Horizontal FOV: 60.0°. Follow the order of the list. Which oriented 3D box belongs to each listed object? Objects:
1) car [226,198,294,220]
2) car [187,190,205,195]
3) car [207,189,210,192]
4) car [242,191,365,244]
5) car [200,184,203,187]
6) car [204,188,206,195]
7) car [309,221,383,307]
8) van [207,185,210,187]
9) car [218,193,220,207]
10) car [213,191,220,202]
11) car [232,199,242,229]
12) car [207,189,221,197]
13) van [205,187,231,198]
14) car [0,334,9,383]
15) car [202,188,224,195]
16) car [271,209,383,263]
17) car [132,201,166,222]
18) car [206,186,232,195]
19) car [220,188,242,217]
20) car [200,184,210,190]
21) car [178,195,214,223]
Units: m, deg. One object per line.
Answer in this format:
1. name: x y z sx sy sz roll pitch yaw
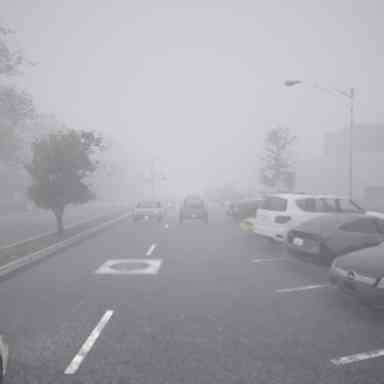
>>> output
1. car: 5.075 1.195 24.897 4.674 1.452 2.002 0 2 -20
2. car: 0.100 0.816 40.546 2.128 1.511 4.902 0 1 0
3. car: 5.065 0.666 48.912 4.674 1.452 2.002 0 1 -20
4. car: 5.099 1.105 12.893 5.566 2.045 2.435 0 1 -20
5. car: 5.099 -0.026 66.813 5.566 2.045 2.435 0 1 -20
6. car: 5.064 0.427 57.856 4.892 1.521 2.231 0 1 -20
7. car: 5.073 1.470 6.873 4.674 1.452 2.002 1 1 -20
8. van: 5.181 0.268 54.912 4.442 1.987 1.878 0 1 -20
9. car: 5.242 1.091 27.969 5.366 1.575 1.946 0 1 -20
10. car: 5.045 0.992 33.891 4.792 1.488 2.163 0 2 -20
11. car: 4.899 1.309 15.824 5.366 1.575 1.946 0 1 -20
12. car: 5.044 0.723 45.894 4.792 1.488 2.163 0 2 -20
13. van: 4.965 0.067 63.771 4.442 1.987 1.878 0 2 -20
14. car: -2.900 1.512 1.675 1.812 1.442 4.674 0 0 0
15. car: 5.096 -0.142 81.740 4.792 1.488 2.163 0 2 -20
16. car: 5.096 1.423 9.898 4.792 1.488 2.163 1 0 -20
17. car: -2.900 1.297 23.404 1.895 1.301 4.718 0 1 0
18. car: 5.042 0.434 51.880 4.553 1.767 2.185 0 1 -20
19. car: 5.048 0.964 21.872 5.566 2.045 2.435 0 2 -20
20. car: 5.048 0.108 60.818 5.566 2.045 2.435 0 2 -20
21. car: 0.100 1.206 22.399 2.128 1.511 4.902 0 1 0
